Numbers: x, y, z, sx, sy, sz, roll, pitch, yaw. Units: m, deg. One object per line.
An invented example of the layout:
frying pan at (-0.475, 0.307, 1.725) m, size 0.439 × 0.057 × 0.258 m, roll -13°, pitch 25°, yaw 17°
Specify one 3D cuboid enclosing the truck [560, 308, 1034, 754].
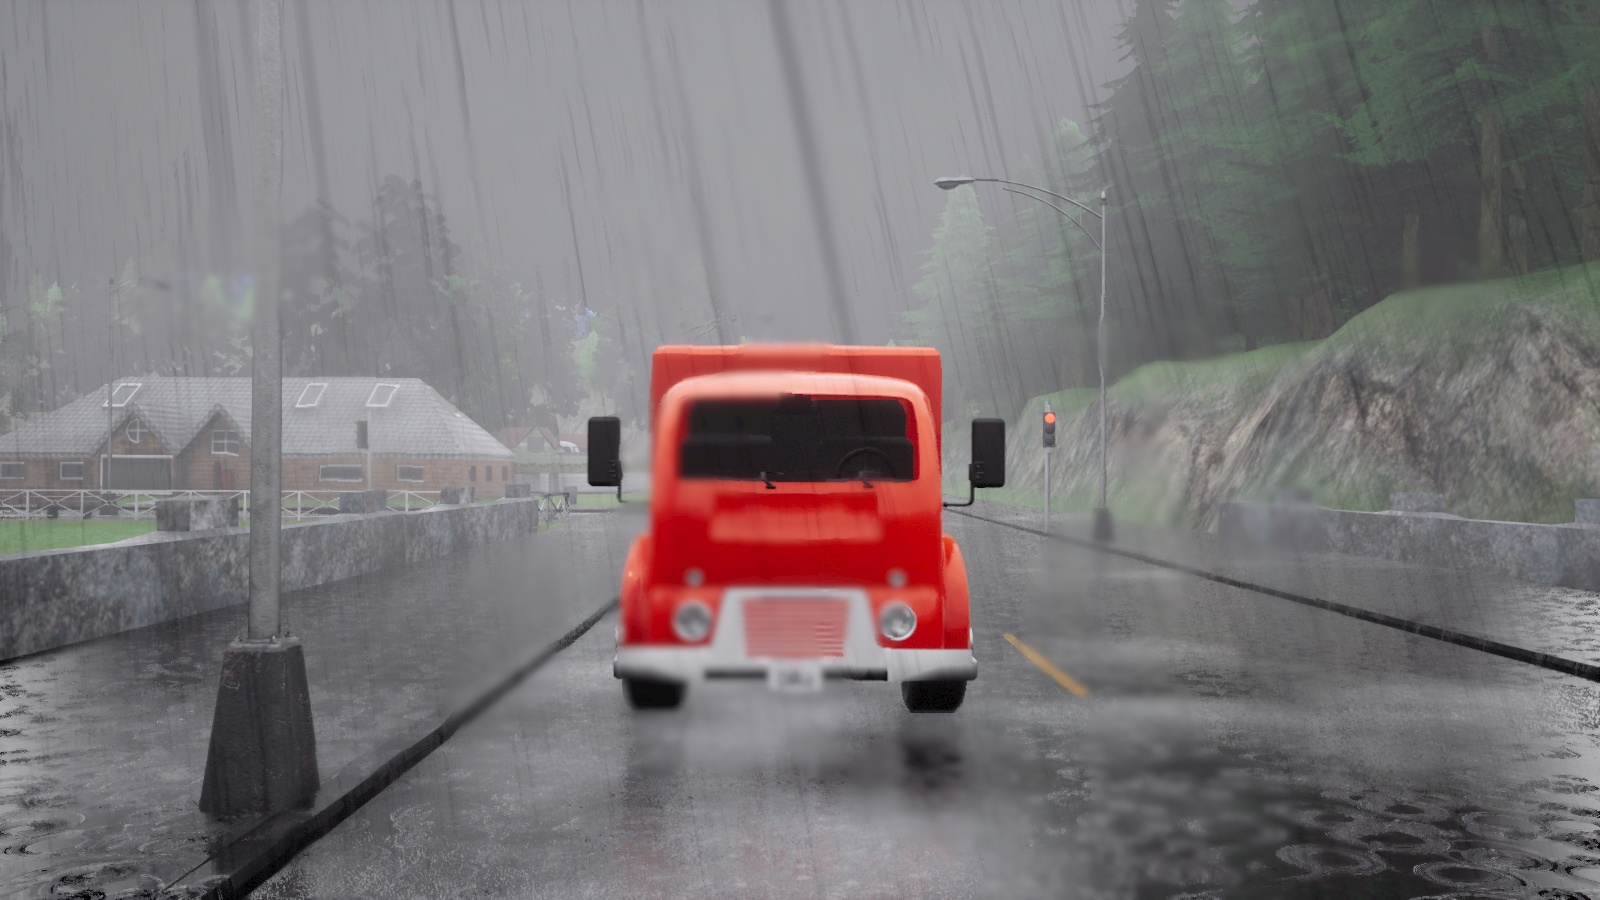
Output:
truck at (-0.028, 0.489, 9.587) m, size 2.627 × 2.467 × 5.204 m, roll 0°, pitch -1°, yaw 0°
